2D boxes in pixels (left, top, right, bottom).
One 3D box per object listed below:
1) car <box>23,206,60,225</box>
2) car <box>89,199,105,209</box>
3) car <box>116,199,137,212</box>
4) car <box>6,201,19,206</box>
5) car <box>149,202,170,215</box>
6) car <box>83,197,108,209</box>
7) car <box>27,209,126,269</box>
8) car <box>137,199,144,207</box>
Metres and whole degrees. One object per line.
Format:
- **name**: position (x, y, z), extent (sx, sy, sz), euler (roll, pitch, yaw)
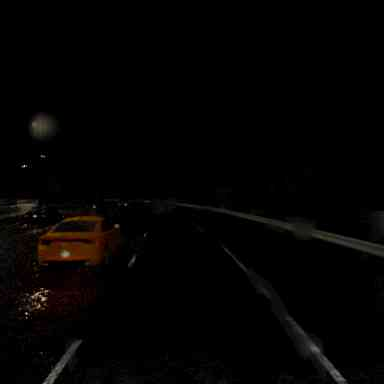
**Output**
- **car**: position (-12.195, 1.870, 27.283), extent (2.033, 1.411, 5.357), euler (-1, 0, -11)
- **car**: position (-16.321, 2.039, 56.988), extent (2.128, 1.511, 4.902), euler (0, 0, -20)
- **car**: position (-9.033, 1.729, 44.699), extent (2.097, 1.767, 4.553), euler (-1, 0, -15)
- **car**: position (-33.797, 2.313, 62.709), extent (2.033, 1.411, 5.357), euler (-1, 0, -23)
- **car**: position (-3.671, 1.826, 37.409), extent (1.994, 1.385, 4.181), euler (-1, 0, -13)
- **car**: position (-10.029, 1.557, 34.714), extent (2.150, 2.045, 5.566), euler (0, 0, -13)
- **car**: position (-3.701, 1.595, 11.726), extent (1.882, 1.535, 5.008), euler (0, 0, -4)
- **car**: position (-9.863, 1.951, 59.749), extent (1.882, 1.535, 5.008), euler (0, -1, -20)
